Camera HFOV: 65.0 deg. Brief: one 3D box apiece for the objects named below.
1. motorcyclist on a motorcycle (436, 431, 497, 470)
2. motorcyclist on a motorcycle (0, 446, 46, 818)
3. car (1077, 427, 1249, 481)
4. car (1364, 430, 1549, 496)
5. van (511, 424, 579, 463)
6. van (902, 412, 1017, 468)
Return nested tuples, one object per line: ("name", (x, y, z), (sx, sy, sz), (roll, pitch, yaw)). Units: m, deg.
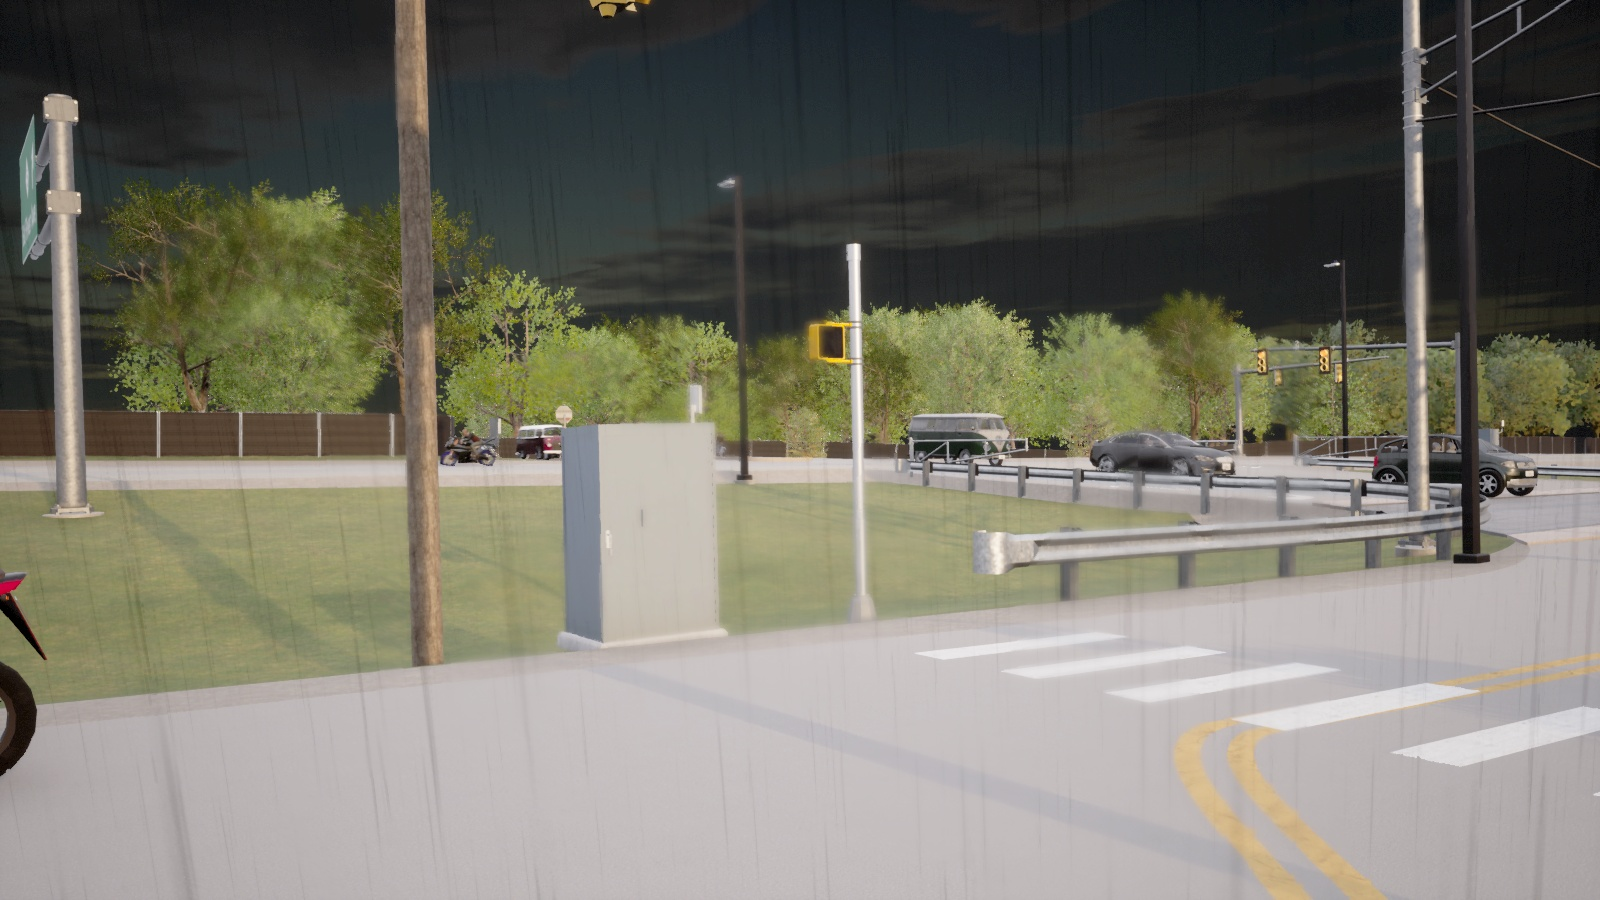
("motorcyclist on a motorcycle", (-13.342, 0.005, 50.207), (2.191, 1.530, 0.866), (-1, 0, -30))
("motorcyclist on a motorcycle", (-4.218, 0.750, 4.986), (2.044, 1.523, 0.797), (0, 0, -35))
("car", (11.236, 0.083, 39.196), (2.128, 1.511, 4.902), (0, 2, -34))
("car", (16.437, 0.310, 31.578), (1.789, 1.549, 3.705), (-1, 0, -34))
("van", (-14.320, -0.333, 70.279), (2.069, 2.038, 4.480), (-1, 0, -35))
("van", (5.908, -0.399, 46.992), (1.775, 1.987, 4.442), (0, 1, -34))
